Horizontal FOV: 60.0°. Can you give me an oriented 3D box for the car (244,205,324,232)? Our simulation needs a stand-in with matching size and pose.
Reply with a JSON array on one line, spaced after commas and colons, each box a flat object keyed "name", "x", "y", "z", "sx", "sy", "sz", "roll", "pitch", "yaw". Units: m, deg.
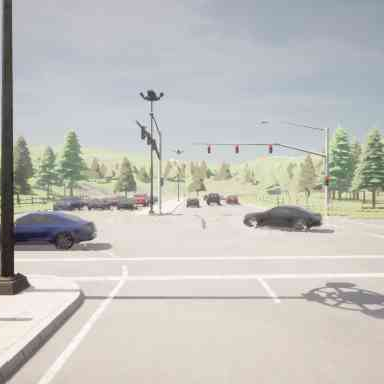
[{"name": "car", "x": 5.437, "y": 1.526, "z": 20.029, "sx": 4.674, "sy": 1.442, "sz": 1.812, "roll": 0, "pitch": 1, "yaw": 30}]

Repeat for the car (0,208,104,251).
[{"name": "car", "x": -6.215, "y": 1.526, "z": 13.452, "sx": 4.674, "sy": 1.442, "sz": 1.812, "roll": 0, "pitch": 0, "yaw": -3}]

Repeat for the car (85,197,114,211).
[{"name": "car", "x": -11.549, "y": 1.564, "z": 41.605, "sx": 1.994, "sy": 1.385, "sz": 4.181, "roll": 0, "pitch": 0, "yaw": 0}]

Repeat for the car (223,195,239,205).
[{"name": "car", "x": 7.173, "y": 1.352, "z": 60.613, "sx": 2.097, "sy": 1.767, "sz": 4.553, "roll": 0, "pitch": 0, "yaw": 0}]

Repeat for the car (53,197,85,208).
[{"name": "car", "x": -15.051, "y": 1.352, "z": 40.352, "sx": 2.097, "sy": 1.767, "sz": 4.553, "roll": 0, "pitch": 0, "yaw": 0}]

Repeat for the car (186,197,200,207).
[{"name": "car", "x": 0.163, "y": 1.491, "z": 51.473, "sx": 2.128, "sy": 1.511, "sz": 4.902, "roll": 0, "pitch": 0, "yaw": 0}]

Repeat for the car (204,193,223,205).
[{"name": "car", "x": 3.672, "y": 1.221, "z": 57.802, "sx": 2.150, "sy": 2.045, "sz": 5.566, "roll": 0, "pitch": 0, "yaw": 0}]

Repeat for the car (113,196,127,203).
[{"name": "car", "x": -14.912, "y": 1.500, "z": 69.160, "sx": 1.837, "sy": 1.490, "sz": 4.892, "roll": 0, "pitch": 0, "yaw": 0}]

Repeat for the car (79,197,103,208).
[{"name": "car", "x": -15.036, "y": 1.547, "z": 49.811, "sx": 2.033, "sy": 1.411, "sz": 5.357, "roll": 0, "pitch": 0, "yaw": 0}]

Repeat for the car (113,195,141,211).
[{"name": "car", "x": -8.045, "y": 1.478, "z": 41.722, "sx": 1.882, "sy": 1.535, "sz": 5.008, "roll": 0, "pitch": 0, "yaw": 0}]

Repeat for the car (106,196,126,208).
[{"name": "car", "x": -11.533, "y": 1.478, "z": 50.583, "sx": 1.882, "sy": 1.535, "sz": 5.008, "roll": 0, "pitch": 0, "yaw": 0}]

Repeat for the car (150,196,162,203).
[{"name": "car", "x": -7.884, "y": 1.526, "z": 72.664, "sx": 2.033, "sy": 1.411, "sz": 5.357, "roll": 0, "pitch": 0, "yaw": 0}]

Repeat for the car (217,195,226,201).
[{"name": "car", "x": 7.360, "y": 1.540, "z": 84.306, "sx": 2.033, "sy": 1.411, "sz": 5.357, "roll": 0, "pitch": 0, "yaw": 2}]

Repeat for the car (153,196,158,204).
[{"name": "car", "x": -7.984, "y": 1.547, "z": 61.996, "sx": 2.033, "sy": 1.411, "sz": 5.357, "roll": 0, "pitch": 0, "yaw": 0}]

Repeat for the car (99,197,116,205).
[{"name": "car", "x": -15.005, "y": 1.564, "z": 59.049, "sx": 1.994, "sy": 1.385, "sz": 4.181, "roll": 0, "pitch": 0, "yaw": 0}]

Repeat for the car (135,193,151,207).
[{"name": "car", "x": -8.032, "y": 1.221, "z": 51.656, "sx": 2.150, "sy": 2.045, "sz": 5.566, "roll": 0, "pitch": 0, "yaw": 0}]
